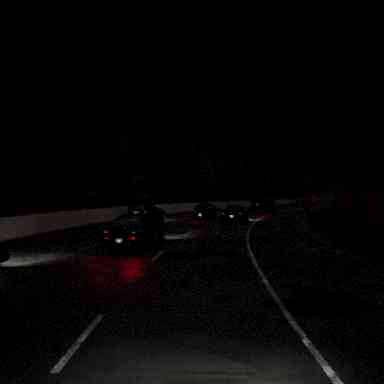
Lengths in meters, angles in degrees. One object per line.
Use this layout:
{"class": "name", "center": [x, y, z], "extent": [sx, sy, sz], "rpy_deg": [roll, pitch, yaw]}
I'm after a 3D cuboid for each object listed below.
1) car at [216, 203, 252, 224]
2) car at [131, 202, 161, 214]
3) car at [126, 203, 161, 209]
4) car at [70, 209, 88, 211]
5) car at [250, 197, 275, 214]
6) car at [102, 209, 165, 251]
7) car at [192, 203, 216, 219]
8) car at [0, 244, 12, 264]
{"class": "car", "center": [3.522, 1.821, 27.192], "extent": [1.994, 1.385, 4.181], "rpy_deg": [0, -1, 15]}
{"class": "car", "center": [-5.857, 2.042, 43.198], "extent": [1.994, 1.385, 4.181], "rpy_deg": [-1, -1, 23]}
{"class": "car", "center": [-3.743, 1.652, 27.065], "extent": [2.097, 1.767, 4.553], "rpy_deg": [0, -1, 14]}
{"class": "car", "center": [-14.398, 2.065, 40.531], "extent": [1.994, 1.385, 4.181], "rpy_deg": [-1, -1, 20]}
{"class": "car", "center": [8.811, 1.595, 41.349], "extent": [2.150, 2.045, 5.566], "rpy_deg": [-1, -1, 26]}
{"class": "car", "center": [-2.531, 1.696, 15.040], "extent": [1.812, 1.442, 4.674], "rpy_deg": [0, -1, 7]}
{"class": "car", "center": [1.468, 1.829, 32.456], "extent": [1.837, 1.490, 4.892], "rpy_deg": [-1, -1, 18]}
{"class": "car", "center": [-6.714, 1.670, 7.997], "extent": [2.033, 1.411, 5.357], "rpy_deg": [0, -1, 3]}
